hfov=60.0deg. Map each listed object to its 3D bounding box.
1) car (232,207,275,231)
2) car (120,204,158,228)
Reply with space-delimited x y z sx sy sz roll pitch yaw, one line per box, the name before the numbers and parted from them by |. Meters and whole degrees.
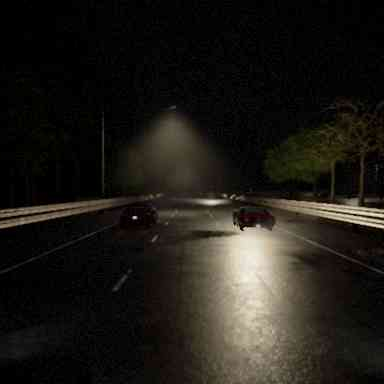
car | 3.583 1.546 20.198 1.895 1.301 4.718 0 0 0
car | -3.417 1.504 21.882 1.994 1.385 4.181 0 0 0
